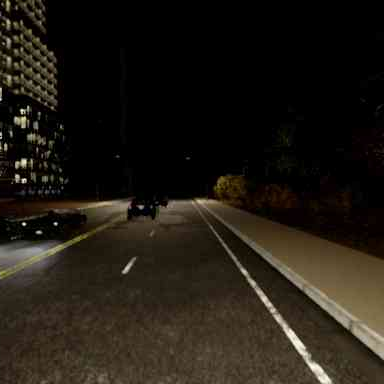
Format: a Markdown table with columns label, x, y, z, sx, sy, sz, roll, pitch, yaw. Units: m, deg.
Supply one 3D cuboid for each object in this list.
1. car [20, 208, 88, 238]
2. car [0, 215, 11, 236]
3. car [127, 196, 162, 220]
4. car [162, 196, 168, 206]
| label | x | y | z | sx | sy | sz | roll | pitch | yaw |
| --- | --- | --- | --- | --- | --- | --- | --- | --- | --- |
| car | -7.037 | 1.524 | 17.404 | 1.895 | 1.301 | 4.718 | -1 | 0 | -1 |
| car | -10.233 | 1.531 | 15.315 | 1.994 | 1.385 | 4.181 | -1 | 0 | -1 |
| car | -3.836 | 1.175 | 26.735 | 2.097 | 1.767 | 4.553 | -1 | 0 | -2 |
| car | -4.334 | 1.248 | 45.656 | 1.994 | 1.385 | 4.181 | -1 | 1 | -2 |
